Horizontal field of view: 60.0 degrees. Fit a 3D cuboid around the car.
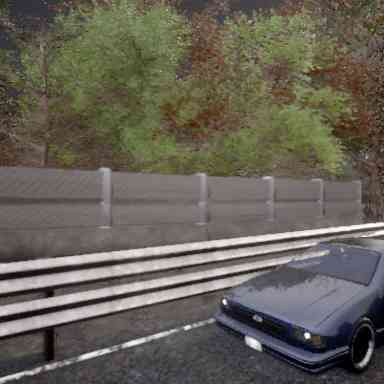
[{"bbox_3d":[2.956,1.547,5.790,5.357,1.411,2.033,0,0,-35],"label":"car"}]
